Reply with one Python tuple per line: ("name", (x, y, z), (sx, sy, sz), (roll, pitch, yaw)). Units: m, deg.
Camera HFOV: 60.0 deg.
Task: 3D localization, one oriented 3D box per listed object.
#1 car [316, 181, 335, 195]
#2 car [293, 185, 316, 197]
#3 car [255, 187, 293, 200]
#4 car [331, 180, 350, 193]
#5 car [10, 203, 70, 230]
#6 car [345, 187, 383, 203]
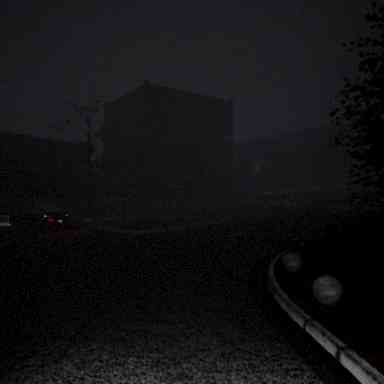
("car", (19.209, -0.413, 50.941), (5.366, 1.575, 1.946), (-4, 3, -39))
("car", (14.903, -0.122, 47.492), (5.366, 1.575, 1.946), (-4, 3, -39))
("car", (10.592, 0.172, 44.052), (5.366, 1.575, 1.946), (-4, 3, -38))
("car", (23.730, -0.967, 54.556), (5.566, 2.045, 2.435), (-4, 3, -39))
("car", (-9.239, 1.405, 20.204), (4.674, 1.442, 1.812), (2, 1, 38))
("car", (18.481, 0.397, 35.242), (4.718, 1.301, 1.895), (-4, 3, -39))
